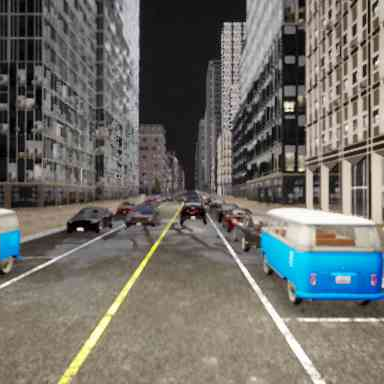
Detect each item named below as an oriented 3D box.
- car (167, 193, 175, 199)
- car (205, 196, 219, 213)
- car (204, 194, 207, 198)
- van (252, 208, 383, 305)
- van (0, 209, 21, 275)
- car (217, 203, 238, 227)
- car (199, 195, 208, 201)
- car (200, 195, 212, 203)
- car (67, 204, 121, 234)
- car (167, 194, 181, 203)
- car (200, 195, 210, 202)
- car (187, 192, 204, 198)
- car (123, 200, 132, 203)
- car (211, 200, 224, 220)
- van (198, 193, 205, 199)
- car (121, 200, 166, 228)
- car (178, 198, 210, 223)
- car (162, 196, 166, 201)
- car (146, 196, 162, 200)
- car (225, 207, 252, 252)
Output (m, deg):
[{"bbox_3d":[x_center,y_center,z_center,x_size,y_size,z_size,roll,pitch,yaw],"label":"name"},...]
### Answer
[{"bbox_3d":[-5.731,1.165,91.272,1.967,1.590,4.097,1,0,0],"label":"car"},{"bbox_3d":[2.679,1.472,35.496,2.008,1.369,4.403,1,0,0],"label":"car"},{"bbox_3d":[2.674,1.329,46.650,1.967,1.590,4.097,1,0,0],"label":"car"},{"bbox_3d":[2.697,1.326,7.774,1.690,1.788,3.998,1,0,0],"label":"van"},{"bbox_3d":[-5.684,1.325,7.796,1.690,1.788,3.998,1,0,0],"label":"van"},{"bbox_3d":[2.688,1.543,19.124,1.802,1.307,4.206,1,0,0],"label":"car"},{"bbox_3d":[2.654,1.336,80.112,1.947,1.339,4.313,1,0,0],"label":"car"},{"bbox_3d":[2.664,1.382,63.381,2.008,1.369,4.403,1,0,0],"label":"car"},{"bbox_3d":[-5.692,1.526,19.147,1.947,1.339,4.313,1,0,0],"label":"car"},{"bbox_3d":[-3.069,1.337,62.685,1.837,1.490,4.892,0,0,1],"label":"car"},{"bbox_3d":[2.660,1.394,68.959,1.802,1.307,4.206,1,0,0],"label":"car"},{"bbox_3d":[0.078,1.256,41.047,2.097,1.767,4.553,0,0,0],"label":"car"},{"bbox_3d":[-5.698,1.478,30.498,1.887,1.381,4.507,1,0,0],"label":"car"},{"bbox_3d":[2.685,1.514,24.797,1.947,1.339,4.313,1,0,0],"label":"car"},{"bbox_3d":[2.651,1.066,91.266,1.690,1.788,3.998,1,0,0],"label":"van"},{"bbox_3d":[-3.112,1.501,22.158,2.033,1.411,5.357,0,0,0],"label":"car"},{"bbox_3d":[0.087,1.454,24.762,1.837,1.490,4.892,0,0,0],"label":"car"},{"bbox_3d":[-5.709,1.309,52.250,1.967,1.590,4.097,1,0,0],"label":"car"},{"bbox_3d":[-5.708,1.470,46.678,1.802,1.307,4.206,1,0,0],"label":"car"},{"bbox_3d":[2.691,1.524,13.449,2.008,1.369,4.403,1,0,0],"label":"car"}]
